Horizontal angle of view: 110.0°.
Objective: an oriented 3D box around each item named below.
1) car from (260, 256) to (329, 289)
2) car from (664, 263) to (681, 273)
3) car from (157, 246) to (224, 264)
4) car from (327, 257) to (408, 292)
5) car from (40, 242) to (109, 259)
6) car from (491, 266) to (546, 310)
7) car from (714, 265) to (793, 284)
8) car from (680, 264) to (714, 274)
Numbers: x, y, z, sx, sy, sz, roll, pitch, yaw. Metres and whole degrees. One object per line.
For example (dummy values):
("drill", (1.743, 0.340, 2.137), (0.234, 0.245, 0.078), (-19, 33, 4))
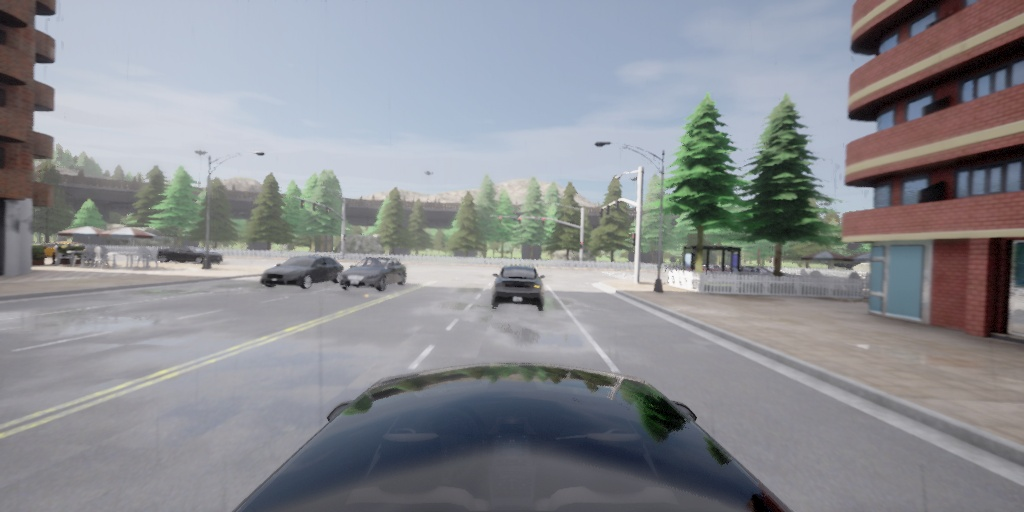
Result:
("car", (-10.159, 0.745, 17.841), (1.837, 1.490, 4.892), (2, 0, 1))
("car", (19.490, 1.430, 40.486), (4.181, 1.385, 1.994), (2, 1, 2))
("car", (-27.673, -0.101, 30.883), (5.008, 1.535, 1.882), (2, 1, 1))
("car", (-6.661, 0.831, 17.770), (2.128, 1.511, 4.902), (2, 1, 1))
("car", (-37.958, -0.443, 30.929), (5.008, 1.535, 1.882), (2, 1, -1))
("car", (0.255, 1.114, 14.021), (1.837, 1.490, 4.892), (2, 1, 1))
("car", (18.131, 1.452, 26.203), (2.033, 1.411, 5.357), (3, -2, -23))
("car", (20.388, 1.539, 36.987), (4.718, 1.301, 1.895), (2, 1, 1))
